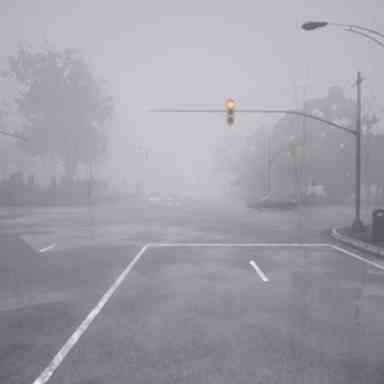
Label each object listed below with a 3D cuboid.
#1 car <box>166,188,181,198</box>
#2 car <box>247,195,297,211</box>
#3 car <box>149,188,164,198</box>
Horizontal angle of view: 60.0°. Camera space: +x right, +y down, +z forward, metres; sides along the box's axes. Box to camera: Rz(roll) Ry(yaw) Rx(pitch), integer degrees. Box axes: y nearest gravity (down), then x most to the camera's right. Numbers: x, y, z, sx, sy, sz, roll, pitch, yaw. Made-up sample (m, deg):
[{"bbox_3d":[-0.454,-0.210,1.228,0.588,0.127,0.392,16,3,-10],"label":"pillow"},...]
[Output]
[{"bbox_3d":[-3.513,0.389,64.360,1.812,1.442,4.674,0,1,0],"label":"car"},{"bbox_3d":[7.546,1.017,31.597,4.674,1.442,1.812,0,1,-3],"label":"car"},{"bbox_3d":[-7.010,0.432,64.119,1.994,1.385,4.181,0,1,0],"label":"car"}]
